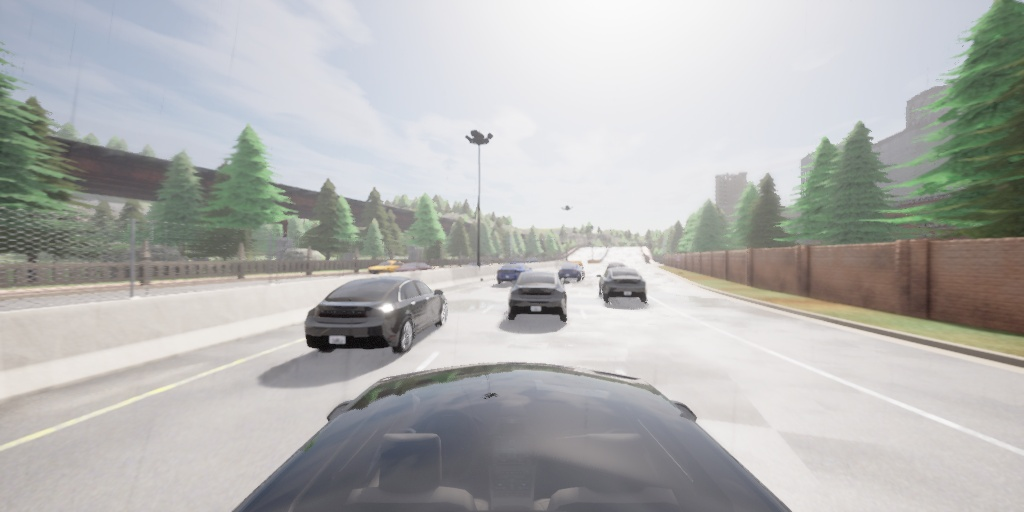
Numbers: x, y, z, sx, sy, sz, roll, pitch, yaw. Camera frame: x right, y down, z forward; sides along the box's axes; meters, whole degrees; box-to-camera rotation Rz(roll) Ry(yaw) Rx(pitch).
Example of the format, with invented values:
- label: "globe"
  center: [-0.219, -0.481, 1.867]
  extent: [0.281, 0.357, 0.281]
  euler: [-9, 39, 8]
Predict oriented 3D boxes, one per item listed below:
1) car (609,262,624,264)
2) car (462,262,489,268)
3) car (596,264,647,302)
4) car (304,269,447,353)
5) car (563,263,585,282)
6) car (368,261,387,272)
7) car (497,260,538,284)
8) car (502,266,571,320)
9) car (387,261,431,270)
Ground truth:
- label: "car"
  center: [10.183, 1.339, 34.926]
  extent: [1.882, 1.535, 5.008]
  euler: [0, 0, 18]
- label: "car"
  center: [-3.776, 1.348, 38.012]
  extent: [2.033, 1.411, 5.357]
  euler: [0, 0, 19]
- label: "car"
  center: [5.249, 1.310, 17.356]
  extent: [1.837, 1.490, 4.892]
  euler: [0, 0, 10]
- label: "car"
  center: [-2.958, 1.255, 8.844]
  extent: [1.837, 1.490, 4.892]
  euler: [0, 0, 4]
- label: "car"
  center: [5.079, 1.354, 30.550]
  extent: [1.812, 1.442, 4.674]
  euler: [0, 0, 17]
- label: "car"
  center: [-12.029, 1.234, 35.248]
  extent: [1.882, 1.535, 5.008]
  euler: [0, 0, 18]
- label: "car"
  center: [0.339, 1.277, 26.901]
  extent: [1.882, 1.535, 5.008]
  euler: [0, 0, 15]
- label: "car"
  center: [0.986, 1.281, 12.814]
  extent: [1.837, 1.490, 4.892]
  euler: [0, 0, 7]
- label: "car"
  center: [-9.070, 1.292, 32.951]
  extent: [1.812, 1.442, 4.674]
  euler: [0, 0, 17]
